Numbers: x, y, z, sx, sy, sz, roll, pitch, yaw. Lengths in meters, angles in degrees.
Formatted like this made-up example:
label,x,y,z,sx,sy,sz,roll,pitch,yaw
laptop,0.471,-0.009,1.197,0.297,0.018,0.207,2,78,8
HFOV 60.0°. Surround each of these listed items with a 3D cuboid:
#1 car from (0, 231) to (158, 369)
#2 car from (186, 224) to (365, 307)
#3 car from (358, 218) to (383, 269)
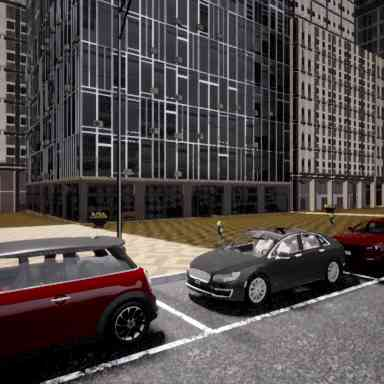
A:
label,x,y,z,sx,sy,sz,roll,pitch,yaw
car,-2.618,1.440,4.694,4.097,1.590,1.967,0,0,-35
car,1.895,1.551,7.893,4.403,1.369,2.008,0,0,-35
car,6.408,1.547,11.093,4.507,1.381,1.887,0,0,-35
